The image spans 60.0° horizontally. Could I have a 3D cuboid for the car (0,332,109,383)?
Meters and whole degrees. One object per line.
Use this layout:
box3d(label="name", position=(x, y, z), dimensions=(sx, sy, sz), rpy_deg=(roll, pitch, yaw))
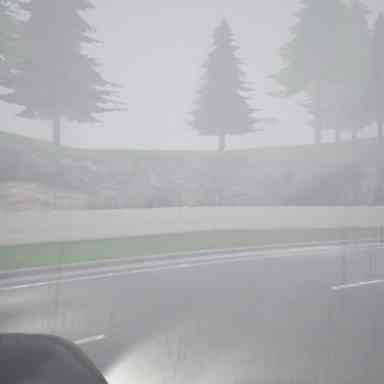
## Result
box3d(label="car", position=(-2.422, 1.531, 1.686), dimensions=(4.181, 1.385, 1.994), rpy_deg=(0, 1, -36))
